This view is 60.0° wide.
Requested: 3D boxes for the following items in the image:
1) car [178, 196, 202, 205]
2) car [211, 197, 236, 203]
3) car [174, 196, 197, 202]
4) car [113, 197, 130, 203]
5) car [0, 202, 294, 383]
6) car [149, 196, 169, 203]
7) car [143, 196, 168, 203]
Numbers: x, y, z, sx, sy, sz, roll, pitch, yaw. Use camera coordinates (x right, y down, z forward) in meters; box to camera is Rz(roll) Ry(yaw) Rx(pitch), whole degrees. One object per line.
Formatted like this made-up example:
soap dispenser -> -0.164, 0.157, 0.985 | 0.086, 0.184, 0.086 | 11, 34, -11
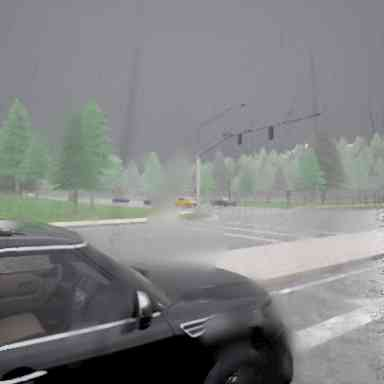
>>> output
car -> -0.330, 1.500, 57.888 | 1.812, 1.442, 4.674 | 0, 0, -35
car -> 4.750, 1.500, 50.605 | 1.812, 1.442, 4.674 | 0, 0, -35
car -> -0.689, 1.457, 46.166 | 1.882, 1.535, 5.008 | 0, 0, -35
car -> -13.821, 1.580, 65.058 | 1.895, 1.301, 4.718 | 0, 0, -35
car -> -1.629, 1.224, 2.585 | 5.566, 2.045, 2.150 | 0, 0, -36
car -> -6.699, 1.499, 67.102 | 1.812, 1.442, 4.674 | 0, 0, -35
car -> -6.045, 1.580, 53.818 | 1.895, 1.301, 4.718 | 0, 0, -35
